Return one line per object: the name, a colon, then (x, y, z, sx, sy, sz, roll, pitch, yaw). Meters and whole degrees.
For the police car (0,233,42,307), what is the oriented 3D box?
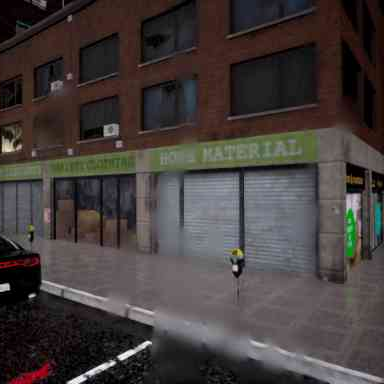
police car: (-5.303, 1.428, 7.170, 5.238, 1.638, 1.930, 0, 0, 36)
